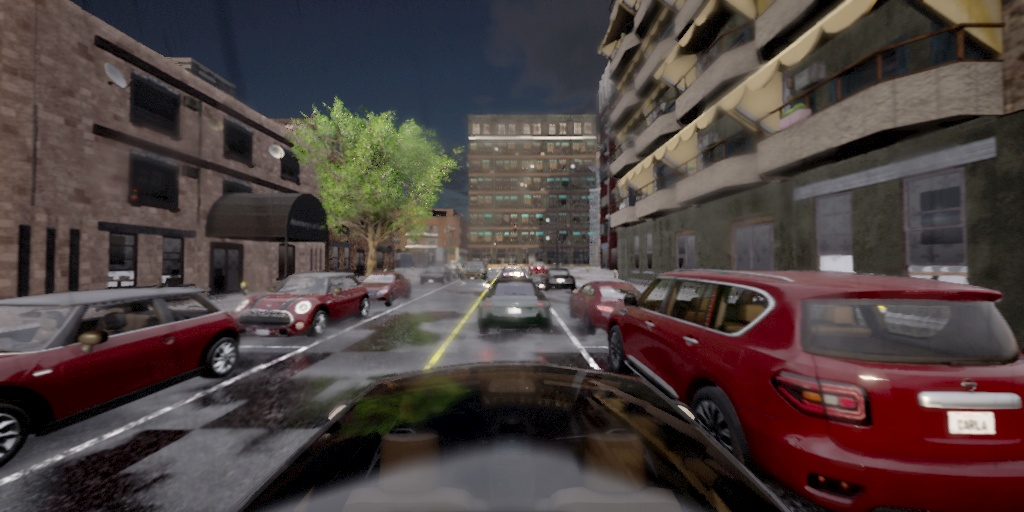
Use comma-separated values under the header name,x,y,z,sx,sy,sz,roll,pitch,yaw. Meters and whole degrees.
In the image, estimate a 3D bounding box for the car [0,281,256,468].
name,x,y,z,sx,sy,sz,roll,pitch,yaw
car,-5.657,1.195,4.439,1.967,1.591,4.097,0,0,0

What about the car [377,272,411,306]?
name,x,y,z,sx,sy,sz,roll,pitch,yaw
car,-5.659,1.363,15.813,1.802,1.307,4.207,0,0,0

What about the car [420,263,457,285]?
name,x,y,z,sx,sy,sz,roll,pitch,yaw
car,-5.661,1.373,27.185,1.948,1.339,4.313,0,0,0

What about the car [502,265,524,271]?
name,x,y,z,sx,sy,sz,roll,pitch,yaw
car,0.085,1.414,29.452,1.895,1.301,4.718,0,0,0

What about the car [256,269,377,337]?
name,x,y,z,sx,sy,sz,roll,pitch,yaw
car,-5.659,1.208,10.127,1.967,1.591,4.097,0,0,0

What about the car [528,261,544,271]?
name,x,y,z,sx,sy,sz,roll,pitch,yaw
car,2.731,1.276,38.616,1.967,1.591,4.097,0,0,0

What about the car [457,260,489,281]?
name,x,y,z,sx,sy,sz,roll,pitch,yaw
car,-3.098,1.167,30.389,2.097,1.767,4.553,0,0,0

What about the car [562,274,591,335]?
name,x,y,z,sx,sy,sz,roll,pitch,yaw
car,2.689,1.350,10.186,1.802,1.307,4.207,0,0,0

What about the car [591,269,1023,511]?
name,x,y,z,sx,sy,sz,roll,pitch,yaw
car,2.690,1.071,4.500,2.192,1.841,5.009,0,0,0

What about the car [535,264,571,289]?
name,x,y,z,sx,sy,sz,roll,pitch,yaw
car,2.687,1.360,21.559,1.948,1.339,4.313,0,0,0

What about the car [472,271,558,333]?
name,x,y,z,sx,sy,sz,roll,pitch,yaw
car,0.079,1.334,10.877,1.994,1.385,4.181,0,0,0
